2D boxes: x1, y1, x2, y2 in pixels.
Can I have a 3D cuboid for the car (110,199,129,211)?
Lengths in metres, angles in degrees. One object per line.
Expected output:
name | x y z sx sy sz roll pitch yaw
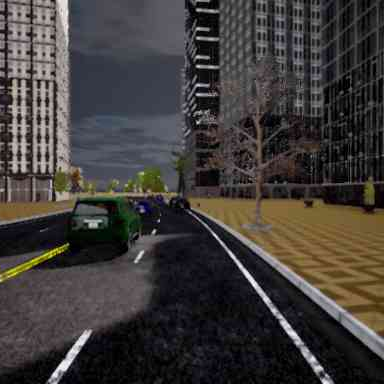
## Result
car | -9.157 1.609 42.253 1.895 1.301 4.718 0 0 -7

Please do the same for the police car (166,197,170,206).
police car | -2.517 1.424 50.182 1.930 1.638 5.238 0 0 -8

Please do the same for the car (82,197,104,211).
car | -12.404 1.490 41.986 1.882 1.535 5.008 0 0 -7

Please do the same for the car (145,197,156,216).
car | -4.665 1.527 32.163 1.812 1.442 4.674 0 0 -5

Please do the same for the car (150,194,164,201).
car | -7.318 1.214 73.060 2.097 1.767 4.553 0 0 -12

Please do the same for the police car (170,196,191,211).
police car | -1.268 1.421 40.100 1.930 1.638 5.238 0 0 -6

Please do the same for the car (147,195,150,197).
car | -10.869 1.415 88.971 2.033 1.411 5.357 0 0 -14

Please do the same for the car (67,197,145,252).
car | -3.481 1.223 14.047 2.150 2.045 5.566 0 0 -2
